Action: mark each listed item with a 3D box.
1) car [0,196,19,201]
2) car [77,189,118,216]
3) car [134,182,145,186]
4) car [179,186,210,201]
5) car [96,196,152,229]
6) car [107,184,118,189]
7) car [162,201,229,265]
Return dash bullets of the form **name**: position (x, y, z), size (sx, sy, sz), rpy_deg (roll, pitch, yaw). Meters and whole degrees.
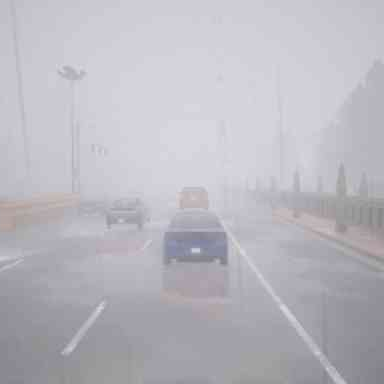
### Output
- **car**: position (-14.006, 0.969, 24.421), size (1.895, 1.301, 4.718), rpy_deg (0, 2, 1)
- **car**: position (-6.844, 0.847, 24.392), size (1.882, 1.535, 5.008), rpy_deg (0, 2, 0)
- **car**: position (-13.602, -1.589, 86.341), size (2.150, 2.045, 5.566), rpy_deg (0, 2, 0)
- **car**: position (0.156, 0.554, 25.297), size (2.150, 2.045, 5.566), rpy_deg (0, 1, 0)
- **car**: position (-3.373, 1.076, 18.300), size (2.128, 1.511, 4.902), rpy_deg (0, 2, 0)
- **car**: position (-20.601, -1.319, 86.463), size (1.837, 1.490, 4.892), rpy_deg (0, 2, 0)
- **car**: position (0.103, 1.311, 11.211), size (1.882, 1.535, 5.008), rpy_deg (0, 2, 0)
